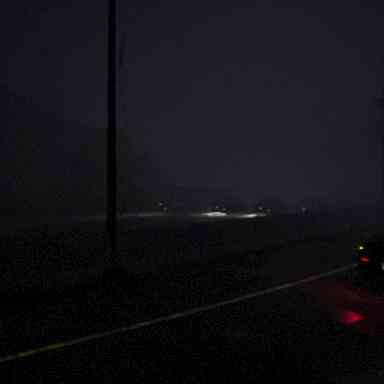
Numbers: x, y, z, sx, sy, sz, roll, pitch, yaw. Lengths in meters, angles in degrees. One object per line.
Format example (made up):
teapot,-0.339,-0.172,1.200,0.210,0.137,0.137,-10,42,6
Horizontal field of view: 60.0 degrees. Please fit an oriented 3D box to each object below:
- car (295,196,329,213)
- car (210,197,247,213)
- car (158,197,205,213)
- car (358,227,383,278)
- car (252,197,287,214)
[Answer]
car,10.604,1.151,29.218,2.128,1.511,4.902,1,1,35
car,3.434,1.167,31.260,1.994,1.385,4.181,1,1,37
car,-0.949,1.184,31.300,1.895,1.301,4.718,1,1,40
car,6.001,1.434,8.628,4.674,1.442,1.812,-1,1,-40
car,7.083,1.195,30.292,1.994,1.385,4.181,1,1,36
